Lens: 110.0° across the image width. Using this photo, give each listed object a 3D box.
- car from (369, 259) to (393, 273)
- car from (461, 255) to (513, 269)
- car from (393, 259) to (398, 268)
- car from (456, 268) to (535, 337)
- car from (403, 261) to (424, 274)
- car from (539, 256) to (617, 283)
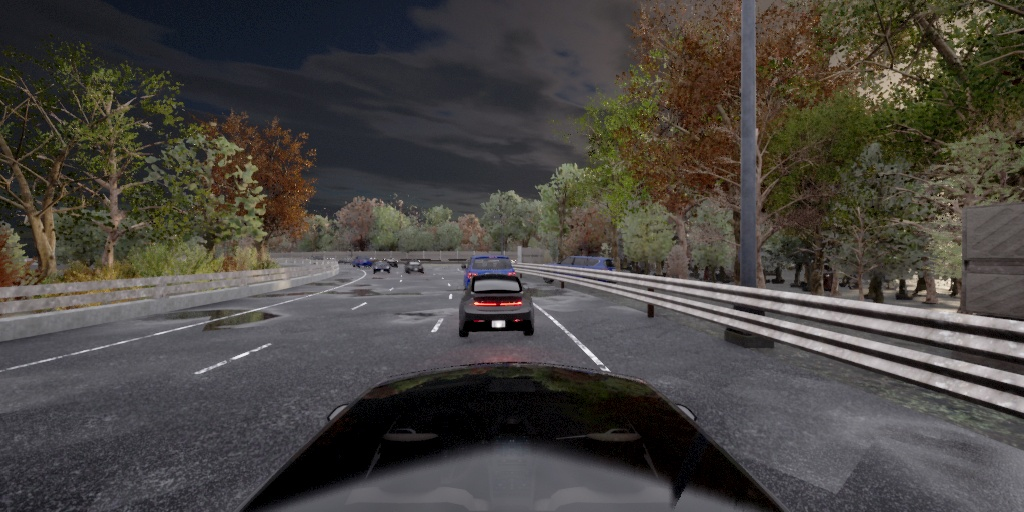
[{"bbox_3d":[-15.855,1.350,43.279,1.895,1.301,4.718,0,0,-23],"label":"car"},{"bbox_3d":[-1.170,0.971,17.008,2.150,2.045,5.566,0,0,-9],"label":"car"},{"bbox_3d":[-20.371,1.227,59.259,1.882,1.535,5.008,0,0,-32],"label":"car"},{"bbox_3d":[-0.521,1.255,10.334,1.837,1.490,4.892,0,0,-5],"label":"car"},{"bbox_3d":[-11.562,1.275,42.058,1.812,1.442,4.674,0,0,-21],"label":"car"},{"bbox_3d":[4.619,1.012,25.266,5.566,2.045,2.150,4,1,38],"label":"car"}]
